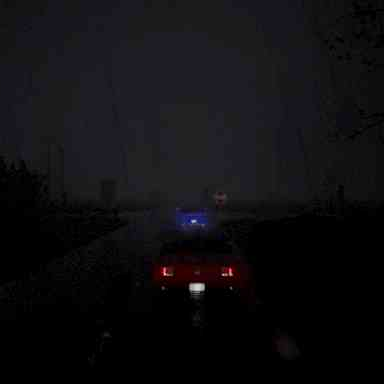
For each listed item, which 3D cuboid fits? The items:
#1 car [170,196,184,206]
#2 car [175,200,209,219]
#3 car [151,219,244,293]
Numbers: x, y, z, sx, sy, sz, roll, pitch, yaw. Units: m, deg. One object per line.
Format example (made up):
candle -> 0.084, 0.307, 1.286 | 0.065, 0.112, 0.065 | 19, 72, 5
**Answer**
car -> -2.730, 1.566, 56.712 | 1.882, 1.535, 5.008 | 0, 0, 0
car -> 0.018, 1.533, 21.464 | 1.882, 1.535, 5.008 | 0, 0, -2
car -> 0.110, 1.627, 8.892 | 1.895, 1.301, 4.718 | 0, 0, 0
